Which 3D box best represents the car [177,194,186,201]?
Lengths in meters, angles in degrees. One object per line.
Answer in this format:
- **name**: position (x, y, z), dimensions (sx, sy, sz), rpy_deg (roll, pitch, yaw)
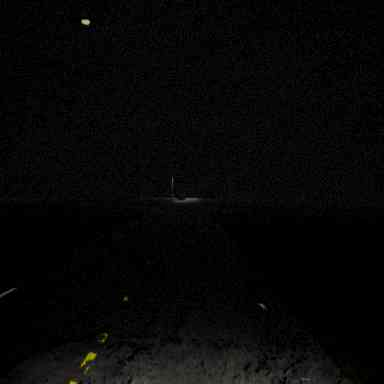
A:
- **car**: position (-2.785, 1.520, 83.747), dimensions (1.994, 1.385, 4.181), rpy_deg (0, 0, 0)
